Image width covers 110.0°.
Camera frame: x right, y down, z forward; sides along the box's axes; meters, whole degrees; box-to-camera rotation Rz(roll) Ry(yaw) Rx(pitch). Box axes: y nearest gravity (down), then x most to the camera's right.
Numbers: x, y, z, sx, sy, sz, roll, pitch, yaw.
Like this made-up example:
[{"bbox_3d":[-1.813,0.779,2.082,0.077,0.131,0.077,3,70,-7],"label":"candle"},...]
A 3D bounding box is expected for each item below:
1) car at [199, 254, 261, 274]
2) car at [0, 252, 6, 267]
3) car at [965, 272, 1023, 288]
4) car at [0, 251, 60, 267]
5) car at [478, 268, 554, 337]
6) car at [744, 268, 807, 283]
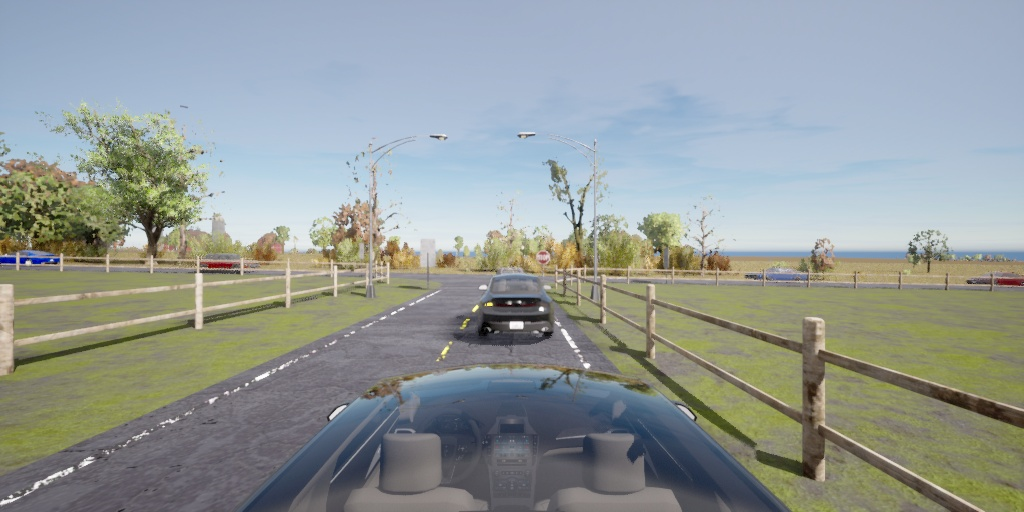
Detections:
[{"bbox_3d":[-25.191,0.605,32.107,4.553,1.767,2.097,1,1,0],"label":"car"},{"bbox_3d":[-49.490,0.272,32.179,5.357,1.411,2.033,1,1,0],"label":"car"},{"bbox_3d":[47.446,2.294,34.985,4.674,1.442,1.812,1,1,0],"label":"car"},{"bbox_3d":[-47.338,0.214,35.016,5.008,1.535,1.882,1,1,1],"label":"car"},{"bbox_3d":[0.094,1.255,10.251,1.837,1.490,4.892,0,0,0],"label":"car"},{"bbox_3d":[25.854,1.861,35.066,5.357,1.411,2.033,1,1,0],"label":"car"}]
